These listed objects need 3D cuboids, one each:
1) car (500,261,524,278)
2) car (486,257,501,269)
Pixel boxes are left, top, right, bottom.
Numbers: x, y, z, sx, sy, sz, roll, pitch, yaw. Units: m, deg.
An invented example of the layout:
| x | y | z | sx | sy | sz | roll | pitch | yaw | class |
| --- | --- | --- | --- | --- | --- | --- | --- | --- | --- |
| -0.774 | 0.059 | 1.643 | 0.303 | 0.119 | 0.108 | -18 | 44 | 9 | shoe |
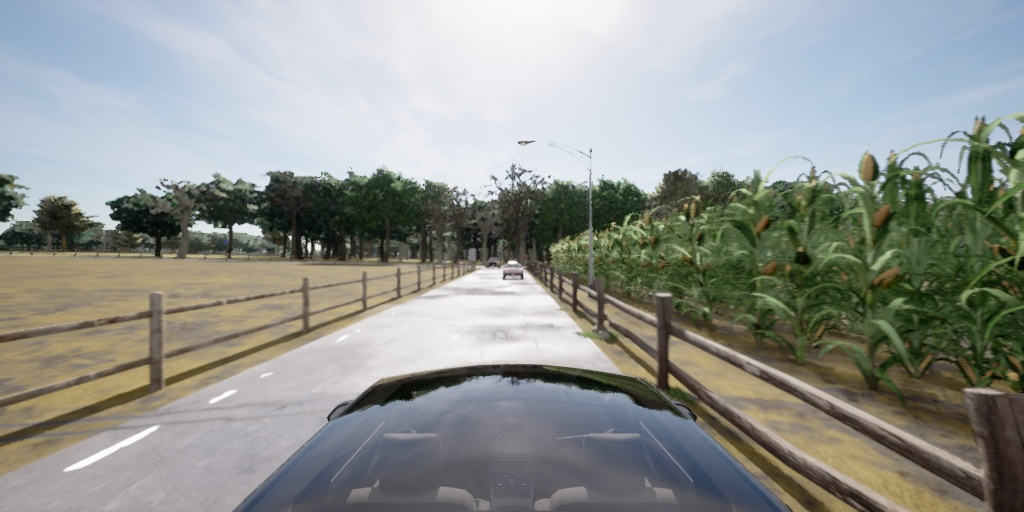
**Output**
| x | y | z | sx | sy | sz | roll | pitch | yaw | class |
| --- | --- | --- | --- | --- | --- | --- | --- | --- | --- |
| 0.112 | 1.360 | 33.577 | 1.895 | 1.301 | 4.718 | 0 | 0 | 0 | car |
| -2.730 | 0.939 | 53.394 | 2.097 | 1.767 | 4.553 | 0 | 0 | 0 | car |
